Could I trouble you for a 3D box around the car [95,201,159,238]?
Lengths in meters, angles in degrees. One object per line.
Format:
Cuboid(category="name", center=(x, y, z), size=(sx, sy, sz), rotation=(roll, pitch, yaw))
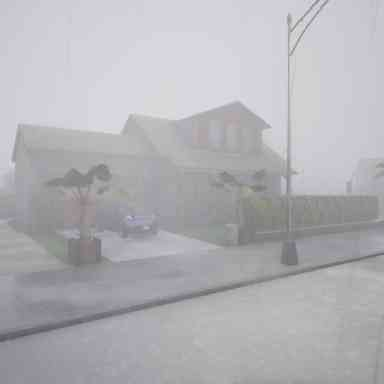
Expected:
Cuboid(category="car", center=(-3.024, 1.175, 15.291), size=(1.845, 1.501, 3.633), rotation=(0, 0, -38))
